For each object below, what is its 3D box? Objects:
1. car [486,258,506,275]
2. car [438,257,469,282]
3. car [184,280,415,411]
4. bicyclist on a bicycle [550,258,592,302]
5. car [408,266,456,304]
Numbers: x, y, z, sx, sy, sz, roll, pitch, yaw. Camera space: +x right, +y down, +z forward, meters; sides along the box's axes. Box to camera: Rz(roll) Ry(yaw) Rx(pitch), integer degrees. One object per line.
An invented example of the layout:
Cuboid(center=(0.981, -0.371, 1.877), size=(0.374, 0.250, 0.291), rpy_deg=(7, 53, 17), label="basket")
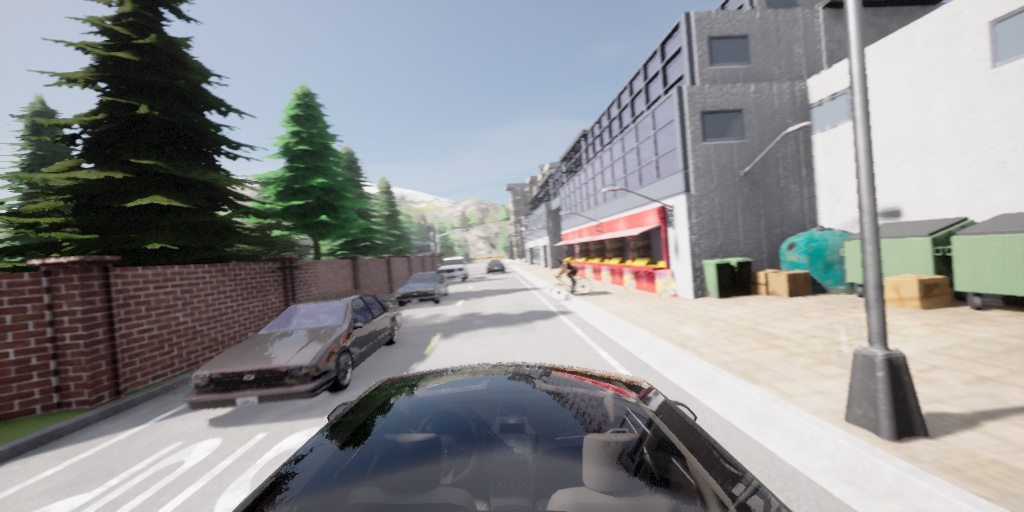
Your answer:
Cuboid(center=(-1.703, 1.157, 38.029), size=(1.994, 1.385, 4.181), rpy_deg=(-5, 1, -3), label="car")
Cuboid(center=(-4.986, 1.140, 30.912), size=(2.150, 2.045, 5.566), rpy_deg=(-5, 1, -3), label="car")
Cuboid(center=(-3.729, 1.558, 7.463), size=(2.033, 1.411, 5.357), rpy_deg=(-5, 0, -3), label="car")
Cuboid(center=(2.143, 0.832, 13.672), size=(1.656, 1.620, 0.582), rpy_deg=(-14, 1, -3), label="bicyclist on a bicycle")
Cuboid(center=(-4.278, 1.518, 17.831), size=(2.033, 1.411, 5.357), rpy_deg=(-5, 0, -3), label="car")
